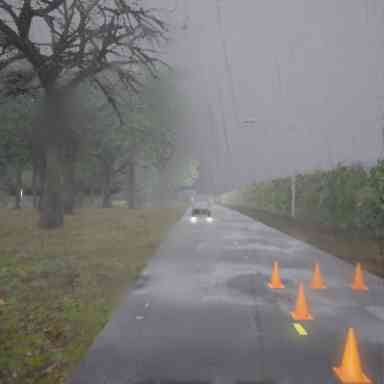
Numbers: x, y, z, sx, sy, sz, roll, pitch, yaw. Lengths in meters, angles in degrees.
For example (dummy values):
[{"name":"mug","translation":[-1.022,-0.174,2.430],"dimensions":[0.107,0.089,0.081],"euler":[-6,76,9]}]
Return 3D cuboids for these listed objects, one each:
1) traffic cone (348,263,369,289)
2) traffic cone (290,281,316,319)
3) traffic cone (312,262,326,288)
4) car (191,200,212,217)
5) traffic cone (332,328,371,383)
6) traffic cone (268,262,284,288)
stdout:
[{"name":"traffic cone","translation":[4.054,2.022,8.097],"dimensions":[0.340,0.580,0.340],"euler":[1,0,1]},{"name":"traffic cone","translation":[2.017,1.994,6.134],"dimensions":[0.340,0.580,0.340],"euler":[1,0,1]},{"name":"traffic cone","translation":[3.054,2.011,8.116],"dimensions":[0.340,0.580,0.340],"euler":[1,0,1]},{"name":"car","translation":[0.972,1.645,34.278],"dimensions":[1.882,1.535,5.008],"euler":[1,0,1]},{"name":"traffic cone","translation":[1.980,1.988,4.135],"dimensions":[0.340,0.580,0.340],"euler":[1,0,1]},{"name":"traffic cone","translation":[2.055,2.000,8.135],"dimensions":[0.340,0.580,0.340],"euler":[1,0,1]}]
